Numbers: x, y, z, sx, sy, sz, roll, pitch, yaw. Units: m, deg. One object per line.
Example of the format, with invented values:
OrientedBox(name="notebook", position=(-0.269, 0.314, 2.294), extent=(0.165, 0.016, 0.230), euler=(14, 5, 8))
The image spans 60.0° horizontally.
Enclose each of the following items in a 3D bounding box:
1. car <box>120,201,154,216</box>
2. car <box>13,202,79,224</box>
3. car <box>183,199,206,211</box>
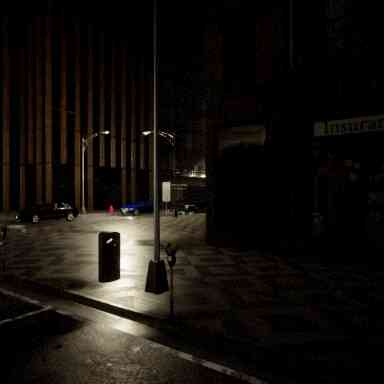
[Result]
OrientedBox(name="car", position=(-5.230, 1.626, 34.169), extent=(1.812, 1.442, 4.674), euler=(0, 0, 36))
OrientedBox(name="car", position=(-11.163, 1.568, 25.776), extent=(1.837, 1.490, 4.892), euler=(0, 0, 35))
OrientedBox(name="car", position=(0.785, 1.628, 42.648), extent=(2.128, 1.511, 4.902), euler=(0, 0, 35))
